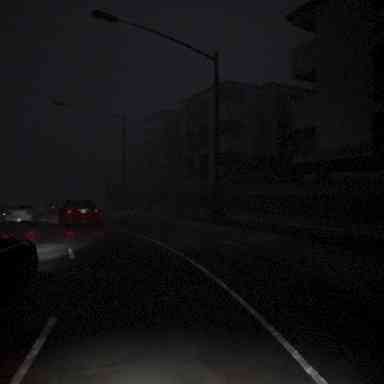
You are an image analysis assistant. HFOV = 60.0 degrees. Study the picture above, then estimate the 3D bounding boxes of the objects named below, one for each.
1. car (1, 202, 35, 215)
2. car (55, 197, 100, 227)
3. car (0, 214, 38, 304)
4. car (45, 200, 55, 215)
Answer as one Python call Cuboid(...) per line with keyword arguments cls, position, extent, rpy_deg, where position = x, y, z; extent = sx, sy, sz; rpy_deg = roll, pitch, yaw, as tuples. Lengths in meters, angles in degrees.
Cuboid(cls="car", position=(-11.296, 1.409, 21.694), extent=(1.812, 1.442, 4.674), rpy_deg=(-1, 1, -28))
Cuboid(cls="car", position=(-7.500, 1.207, 21.885), extent=(2.097, 1.767, 4.553), rpy_deg=(-1, 0, -27))
Cuboid(cls="car", position=(-4.444, 1.462, 6.516), extent=(2.128, 1.511, 4.902), rpy_deg=(0, 0, -13))
Cuboid(cls="car", position=(-12.969, 1.404, 32.055), extent=(1.895, 1.301, 4.718), rpy_deg=(-1, 1, -29))
